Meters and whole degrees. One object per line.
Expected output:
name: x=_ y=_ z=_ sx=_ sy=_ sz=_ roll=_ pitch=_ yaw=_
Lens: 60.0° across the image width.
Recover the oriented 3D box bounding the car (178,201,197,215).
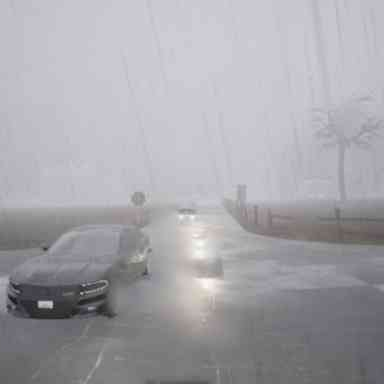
car: x=-0.450 y=1.704 z=36.743 sx=2.033 sy=1.411 sz=5.357 roll=0 pitch=0 yaw=3

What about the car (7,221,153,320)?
car: x=-2.174 y=1.515 z=7.757 sx=1.882 sy=1.535 sz=5.008 roll=0 pitch=0 yaw=3
